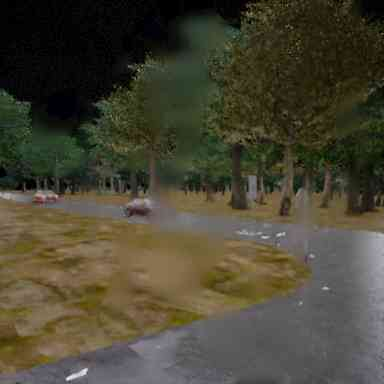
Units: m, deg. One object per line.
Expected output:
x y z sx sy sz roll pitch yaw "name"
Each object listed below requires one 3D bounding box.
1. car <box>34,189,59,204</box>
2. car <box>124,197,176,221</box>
-18.549 0.500 42.329 2.097 1.767 4.553 -1 1 -37 "car"
-3.037 1.125 23.253 1.812 1.442 4.674 -1 2 -41 "car"
